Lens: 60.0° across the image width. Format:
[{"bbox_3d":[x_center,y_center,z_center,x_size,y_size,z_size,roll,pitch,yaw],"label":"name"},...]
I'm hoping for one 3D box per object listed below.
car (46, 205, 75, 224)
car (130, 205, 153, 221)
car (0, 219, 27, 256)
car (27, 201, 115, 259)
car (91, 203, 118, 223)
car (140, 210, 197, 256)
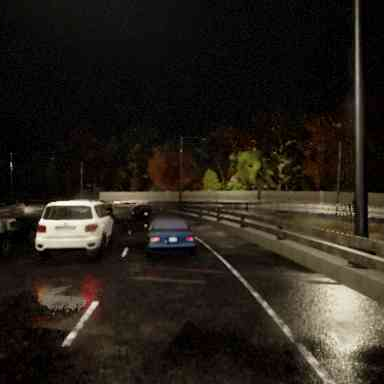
[{"bbox_3d":[-11.270,1.869,28.762,1.994,1.385,4.181,0,-1,-16],"label":"car"},{"bbox_3d":[-4.527,1.881,30.624,1.994,1.385,4.181,0,-1,-16],"label":"car"},{"bbox_3d":[-8.035,1.749,13.682,1.895,1.301,4.718,0,-1,-8],"label":"car"},{"bbox_3d":[-4.458,1.367,13.427,2.150,2.045,5.566,0,0,-8],"label":"car"},{"bbox_3d":[-7.907,1.804,29.731,2.128,1.511,4.902,0,0,-16],"label":"car"},{"bbox_3d":[-0.978,1.690,13.804,2.033,1.411,5.357,0,-1,-8],"label":"car"}]
